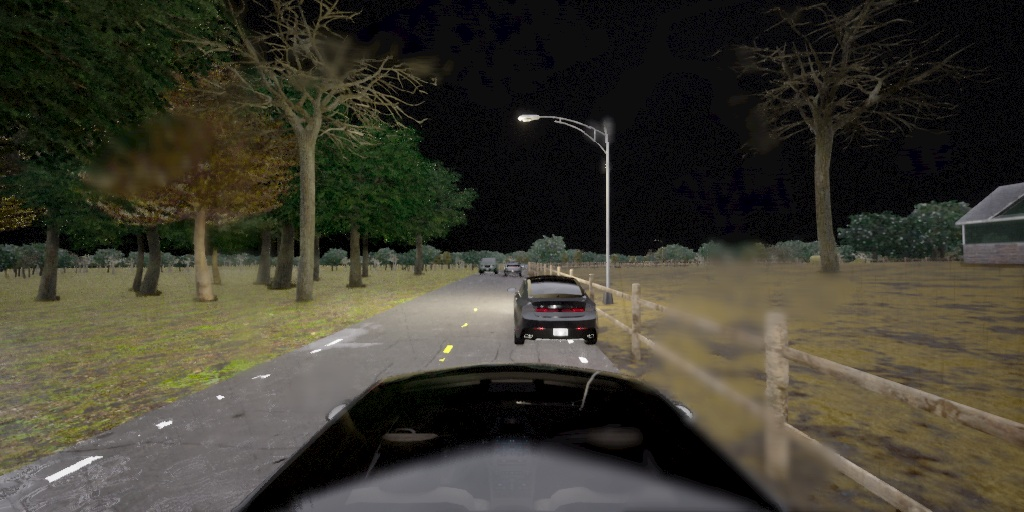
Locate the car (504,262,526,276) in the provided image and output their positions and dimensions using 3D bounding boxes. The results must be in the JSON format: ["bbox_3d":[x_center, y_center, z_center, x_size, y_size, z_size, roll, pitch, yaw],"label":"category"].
[{"bbox_3d":[0.094,1.384,38.819,2.128,1.511,4.902,0,-1,0],"label":"car"}]

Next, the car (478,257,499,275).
[{"bbox_3d":[-2.811,1.179,43.527,2.150,2.045,5.566,0,-1,0],"label":"car"}]

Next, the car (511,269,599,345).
[{"bbox_3d":[0.966,1.264,9.535,1.837,1.490,4.892,0,0,0],"label":"car"}]
